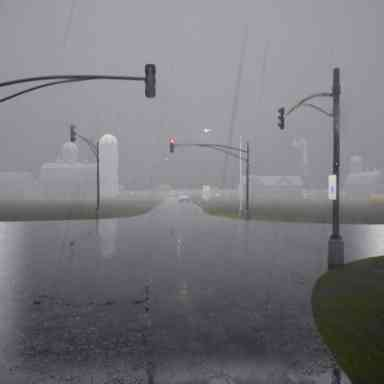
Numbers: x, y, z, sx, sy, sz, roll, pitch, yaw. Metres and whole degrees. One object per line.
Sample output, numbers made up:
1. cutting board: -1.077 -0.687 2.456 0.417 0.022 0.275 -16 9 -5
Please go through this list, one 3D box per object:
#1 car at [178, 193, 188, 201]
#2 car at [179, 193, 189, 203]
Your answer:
1. car: -2.097 1.166 79.920 2.150 2.045 5.566 0 0 -4
2. car: -1.513 1.533 69.886 1.812 1.442 4.674 0 0 -3
